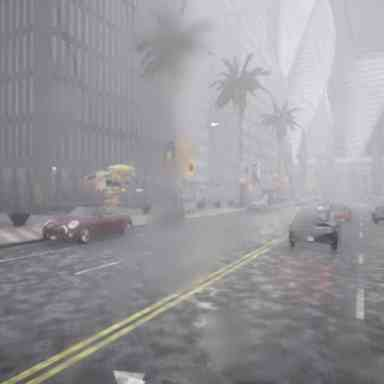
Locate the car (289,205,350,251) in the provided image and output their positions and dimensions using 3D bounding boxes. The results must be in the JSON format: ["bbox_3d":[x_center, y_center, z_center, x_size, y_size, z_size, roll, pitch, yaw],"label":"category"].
[{"bbox_3d":[5.594,1.571,14.744,2.128,1.511,4.902,0,0,28],"label":"car"}]

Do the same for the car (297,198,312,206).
[{"bbox_3d":[19.376,1.826,57.356,1.812,1.442,4.674,0,0,28],"label":"car"}]

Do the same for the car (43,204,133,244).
[{"bbox_3d":[-4.960,1.400,16.380,2.185,1.767,4.553,0,0,27],"label":"car"}]

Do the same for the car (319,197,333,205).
[{"bbox_3d":[22.791,1.662,56.331,2.097,1.767,4.553,0,0,28],"label":"car"}]

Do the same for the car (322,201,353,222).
[{"bbox_3d":[12.472,1.724,28.216,1.994,1.385,4.181,0,0,28],"label":"car"}]

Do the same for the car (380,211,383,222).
[{"bbox_3d":[7.702,1.621,11.223,2.033,1.411,5.357,0,0,28],"label":"car"}]

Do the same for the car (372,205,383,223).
[{"bbox_3d":[15.585,1.729,26.617,1.994,1.385,4.181,0,0,28],"label":"car"}]

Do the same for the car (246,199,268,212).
[{"bbox_3d":[8.404,1.681,42.538,2.231,1.521,4.892,0,0,27],"label":"car"}]
